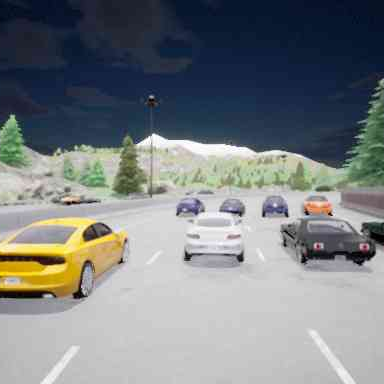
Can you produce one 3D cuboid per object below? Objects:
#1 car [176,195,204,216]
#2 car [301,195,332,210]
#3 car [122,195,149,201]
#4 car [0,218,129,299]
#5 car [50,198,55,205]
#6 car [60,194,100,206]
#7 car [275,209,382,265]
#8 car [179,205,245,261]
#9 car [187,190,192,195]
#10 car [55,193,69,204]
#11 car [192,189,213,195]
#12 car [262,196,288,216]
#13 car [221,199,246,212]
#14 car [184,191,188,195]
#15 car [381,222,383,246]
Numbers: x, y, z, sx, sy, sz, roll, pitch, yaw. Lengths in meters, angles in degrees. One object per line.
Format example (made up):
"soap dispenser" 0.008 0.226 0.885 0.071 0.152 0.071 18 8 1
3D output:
"car" -0.085 1.230 28.626 1.812 1.442 4.674 0 1 12
"car" 10.764 1.081 29.003 2.097 1.767 4.553 0 1 13
"car" -7.266 1.081 43.419 2.033 1.411 5.357 0 1 17
"car" -2.984 1.383 8.304 1.882 1.535 5.008 0 1 4
"car" -17.401 0.986 46.038 1.837 1.490 4.892 0 0 18
"car" -12.462 1.177 37.920 1.895 1.301 4.718 0 1 15
"car" 4.258 1.495 11.299 1.895 1.301 4.718 0 1 5
"car" 0.803 1.406 11.693 1.812 1.442 4.674 0 1 5
"car" 1.423 0.652 80.073 1.812 1.442 4.674 1 1 31
"car" -14.767 0.999 42.614 1.882 1.535 5.008 0 0 16
"car" 2.838 0.421 75.505 2.150 2.045 5.566 0 1 29
"car" 7.054 1.077 28.444 2.097 1.767 4.553 0 1 12
"car" 3.545 1.276 28.789 1.994 1.385 4.181 0 1 12
"car" -0.150 0.246 84.209 2.097 1.767 4.553 1 1 31
"car" 7.826 1.498 11.875 1.895 1.301 4.718 0 1 5
